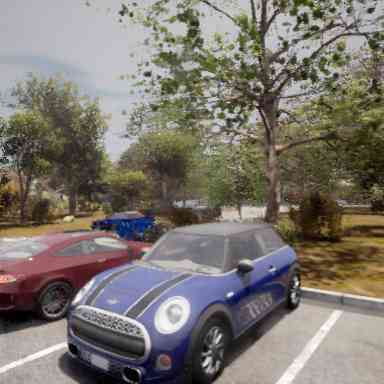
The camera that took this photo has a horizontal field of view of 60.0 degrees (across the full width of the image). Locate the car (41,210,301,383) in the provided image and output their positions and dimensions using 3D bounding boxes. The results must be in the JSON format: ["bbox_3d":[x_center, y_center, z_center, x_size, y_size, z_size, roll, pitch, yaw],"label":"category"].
[{"bbox_3d":[0.217,1.375,5.697,2.185,1.767,4.553,-1,0,35],"label":"car"}]

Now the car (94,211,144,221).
[{"bbox_3d":[-4.897,2.092,23.712,1.895,1.301,4.718,-4,-2,36],"label":"car"}]

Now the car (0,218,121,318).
[{"bbox_3d":[-2.406,1.566,7.476,2.002,1.452,4.674,-1,0,35],"label":"car"}]

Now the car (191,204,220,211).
[{"bbox_3d":[1.074,1.864,32.054,1.812,1.442,4.674,-4,-1,36],"label":"car"}]
